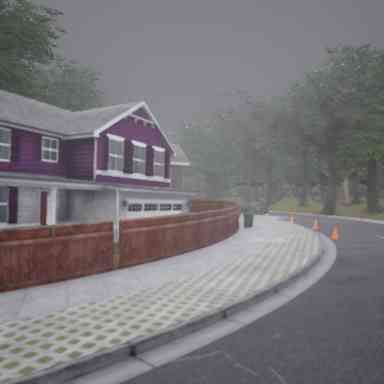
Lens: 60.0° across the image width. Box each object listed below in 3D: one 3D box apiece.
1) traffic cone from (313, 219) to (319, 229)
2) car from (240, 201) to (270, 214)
[{"bbox_3d":[7.969,2.061,21.432,0.340,0.580,0.340,1,0,3],"label":"traffic cone"},{"bbox_3d":[6.749,1.725,36.327,1.994,1.385,4.181,2,-1,-21],"label":"car"}]
